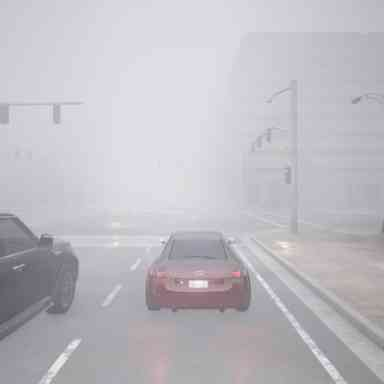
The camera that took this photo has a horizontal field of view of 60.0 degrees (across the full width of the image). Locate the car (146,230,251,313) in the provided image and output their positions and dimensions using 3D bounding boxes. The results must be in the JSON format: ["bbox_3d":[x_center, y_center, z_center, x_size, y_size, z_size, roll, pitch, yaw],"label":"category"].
[{"bbox_3d":[0.115,1.563,7.761,1.994,1.385,4.181,0,0,0],"label":"car"}]

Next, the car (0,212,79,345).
[{"bbox_3d":[-3.395,1.221,4.436,2.150,2.045,5.566,0,0,1],"label":"car"}]
